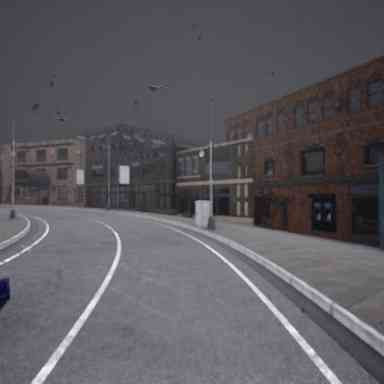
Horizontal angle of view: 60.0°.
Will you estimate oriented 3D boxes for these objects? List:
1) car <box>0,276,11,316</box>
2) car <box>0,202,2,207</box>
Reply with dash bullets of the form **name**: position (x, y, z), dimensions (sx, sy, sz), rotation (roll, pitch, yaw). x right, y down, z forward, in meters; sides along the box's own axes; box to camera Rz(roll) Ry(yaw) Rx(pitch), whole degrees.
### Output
- **car**: position (-3.780, 1.596, 3.149), dimensions (1.895, 1.301, 4.718), rotation (0, 0, -2)
- **car**: position (-25.737, 1.266, 40.783), dimensions (5.357, 1.411, 2.033), rotation (1, -1, 28)
